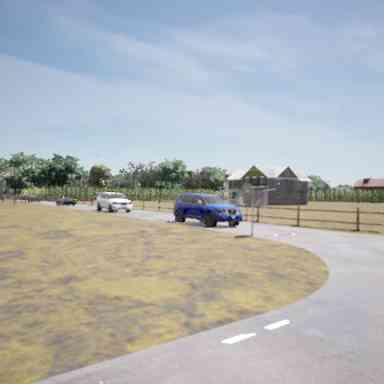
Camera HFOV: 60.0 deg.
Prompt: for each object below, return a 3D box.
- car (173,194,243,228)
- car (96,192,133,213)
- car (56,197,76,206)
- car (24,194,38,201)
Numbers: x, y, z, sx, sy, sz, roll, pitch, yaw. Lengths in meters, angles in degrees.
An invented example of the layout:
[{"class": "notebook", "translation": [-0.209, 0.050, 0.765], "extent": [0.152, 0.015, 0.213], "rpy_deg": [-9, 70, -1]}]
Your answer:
[{"class": "car", "translation": [0.882, 1.153, 22.176], "extent": [2.150, 2.045, 5.566], "rpy_deg": [2, -1, -36]}, {"class": "car", "translation": [-8.232, 1.069, 34.842], "extent": [2.150, 2.045, 5.566], "rpy_deg": [2, 0, -35]}, {"class": "car", "translation": [-18.882, 1.471, 49.773], "extent": [1.895, 1.301, 4.718], "rpy_deg": [2, -1, -36]}, {"class": "car", "translation": [-40.290, 1.608, 84.203], "extent": [2.128, 1.511, 4.902], "rpy_deg": [2, -2, -36]}]
